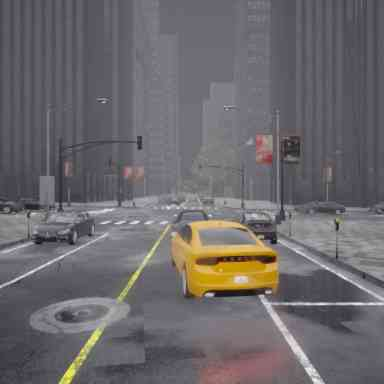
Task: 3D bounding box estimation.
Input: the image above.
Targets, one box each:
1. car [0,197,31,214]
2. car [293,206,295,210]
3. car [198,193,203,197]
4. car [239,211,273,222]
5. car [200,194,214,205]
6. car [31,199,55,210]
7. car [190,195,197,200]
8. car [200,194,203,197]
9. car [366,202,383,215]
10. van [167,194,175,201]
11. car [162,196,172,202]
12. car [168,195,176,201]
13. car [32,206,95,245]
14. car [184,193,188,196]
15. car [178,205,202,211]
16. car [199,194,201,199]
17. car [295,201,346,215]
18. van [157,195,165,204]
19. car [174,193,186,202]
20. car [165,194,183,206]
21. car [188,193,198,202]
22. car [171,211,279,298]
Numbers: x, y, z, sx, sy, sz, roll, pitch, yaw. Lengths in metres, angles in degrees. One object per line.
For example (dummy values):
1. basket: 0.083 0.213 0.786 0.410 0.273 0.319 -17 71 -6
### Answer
1. car: -18.139 1.208 30.953 4.892 1.490 1.837 1 0 0
2. car: 14.868 1.844 40.836 4.674 1.442 1.812 1 0 2
3. car: 3.030 1.344 74.166 2.192 1.841 5.009 0 0 0
4. car: 2.749 1.553 15.445 2.008 1.369 4.403 0 0 0
5. car: 2.896 1.570 57.628 2.008 1.369 4.403 0 0 0
6. car: -16.575 1.338 34.209 4.718 1.301 1.895 1 0 0
7. car: 0.439 1.583 95.568 2.033 1.411 5.357 0 0 0
8. car: 2.942 1.548 63.310 1.752 1.417 4.829 0 0 0
9. car: 24.078 1.983 40.804 4.902 1.511 2.128 1 0 0
10. van: -5.406 1.377 85.257 1.690 1.788 3.998 0 0 0
11. car: -5.495 1.595 74.232 1.947 1.339 4.313 0 0 0
12. car: -5.362 1.584 90.769 1.887 1.381 4.507 0 0 0
13. car: -5.776 1.553 15.439 2.008 1.369 4.403 0 0 0
14. car: -2.724 1.255 75.456 2.150 2.045 5.566 0 0 0
15. car: 0.037 1.566 16.140 1.994 1.385 4.181 0 0 0
16. car: 2.985 1.576 68.653 2.008 1.369 4.403 0 0 0
17. car: 14.720 1.814 37.575 4.892 1.490 1.837 1 0 1
18. van: -5.584 1.364 63.207 1.690 1.788 3.998 0 0 0
19. car: -2.852 1.515 64.859 2.128 1.511 4.902 0 0 1
20. car: -2.955 1.496 55.284 1.882 1.535 5.008 0 0 1
21. car: 0.301 1.510 78.273 1.882 1.535 5.008 0 0 0
22. car: 0.543 1.479 8.640 1.882 1.535 5.008 0 0 -9
